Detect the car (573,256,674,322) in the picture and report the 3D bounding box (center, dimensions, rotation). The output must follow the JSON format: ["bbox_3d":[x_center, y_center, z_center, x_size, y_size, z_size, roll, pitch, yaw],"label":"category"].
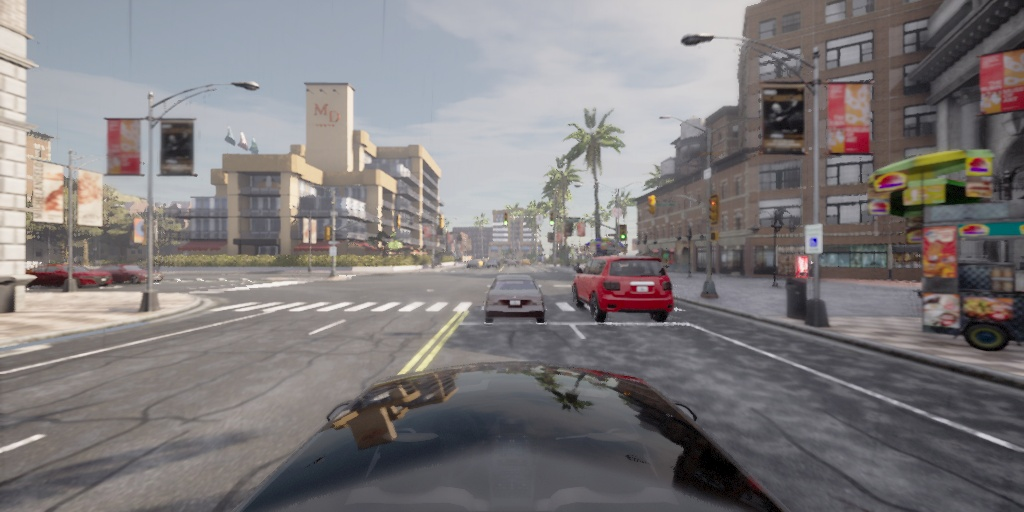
[{"bbox_3d":[3.596,1.007,12.569,2.150,2.045,5.566,0,0,0],"label":"car"}]

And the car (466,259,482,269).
[{"bbox_3d":[-7.001,1.453,63.997,1.837,1.490,4.892,0,0,0],"label":"car"}]

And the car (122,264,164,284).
[{"bbox_3d":[-29.167,1.357,27.091,4.674,1.442,1.812,0,0,0],"label":"car"}]

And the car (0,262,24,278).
[{"bbox_3d":[-51.715,1.347,34.744,4.902,1.511,2.128,0,0,-16],"label":"car"}]

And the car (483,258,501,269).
[{"bbox_3d":[-3.501,1.496,64.227,2.033,1.411,5.357,0,0,0],"label":"car"}]

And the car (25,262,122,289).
[{"bbox_3d":[-29.377,1.298,23.590,5.008,1.535,1.882,0,0,0],"label":"car"}]

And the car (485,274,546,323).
[{"bbox_3d":[0.091,1.331,12.324,2.033,1.411,5.357,0,0,0],"label":"car"}]
